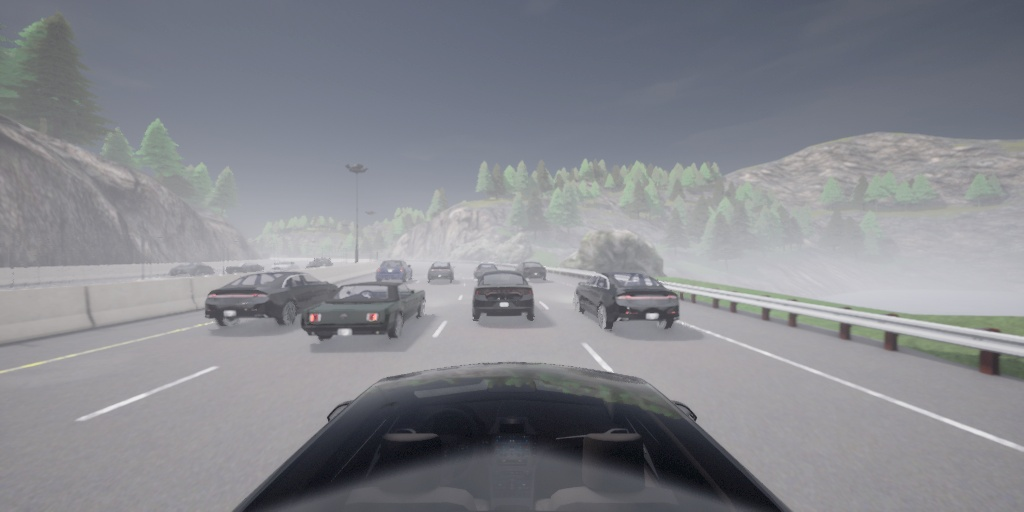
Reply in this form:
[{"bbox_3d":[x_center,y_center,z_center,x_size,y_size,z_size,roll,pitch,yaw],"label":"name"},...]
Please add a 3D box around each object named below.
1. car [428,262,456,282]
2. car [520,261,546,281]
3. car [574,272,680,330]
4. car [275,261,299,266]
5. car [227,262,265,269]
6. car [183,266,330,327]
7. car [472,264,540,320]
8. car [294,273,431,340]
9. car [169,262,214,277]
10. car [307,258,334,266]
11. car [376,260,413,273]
[{"bbox_3d":[-5.443,1.206,27.810,2.128,1.511,4.902,0,0,-8],"label":"car"},{"bbox_3d":[1.430,1.176,29.184,1.882,1.535,5.008,0,0,-8],"label":"car"},{"bbox_3d":[3.232,1.218,10.995,2.128,1.511,4.902,0,0,-3],"label":"car"},{"bbox_3d":[-26.048,1.257,41.323,1.812,1.442,4.674,0,0,-14],"label":"car"},{"bbox_3d":[-29.160,1.342,39.348,1.895,1.301,4.718,0,0,-13],"label":"car"},{"bbox_3d":[-7.303,1.239,11.541,2.128,1.511,4.902,0,0,-3],"label":"car"},{"bbox_3d":[-0.352,1.209,12.569,1.882,1.535,5.008,0,0,-3],"label":"car"},{"bbox_3d":[-3.693,1.344,9.929,1.895,1.301,4.718,0,0,-3],"label":"car"},{"bbox_3d":[-31.985,1.318,35.914,1.994,1.385,4.181,0,0,-12],"label":"car"},{"bbox_3d":[-22.824,1.074,42.845,2.097,1.767,4.553,0,0,-14],"label":"car"},{"bbox_3d":[-8.956,1.074,27.626,2.097,1.767,4.553,0,0,-8],"label":"car"}]
